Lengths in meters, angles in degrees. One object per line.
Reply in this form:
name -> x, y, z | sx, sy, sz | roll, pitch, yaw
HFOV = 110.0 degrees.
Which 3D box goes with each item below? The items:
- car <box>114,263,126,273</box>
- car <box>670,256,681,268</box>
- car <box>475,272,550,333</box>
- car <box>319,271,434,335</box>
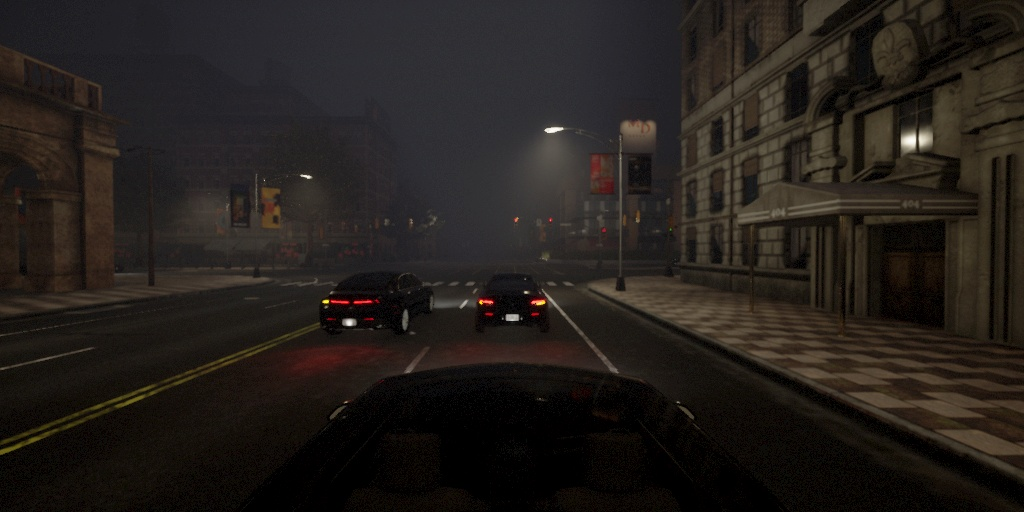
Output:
car -> -37.866, 0.939, 32.497 | 4.181, 1.385, 1.994 | 0, 1, 0
car -> 22.347, 0.451, 44.452 | 5.566, 2.045, 2.150 | 0, 1, -1
car -> 0.001, 1.172, 10.247 | 1.812, 1.442, 4.674 | 0, 1, 0
car -> -3.500, 1.152, 10.124 | 1.837, 1.490, 4.892 | 0, 1, 0
